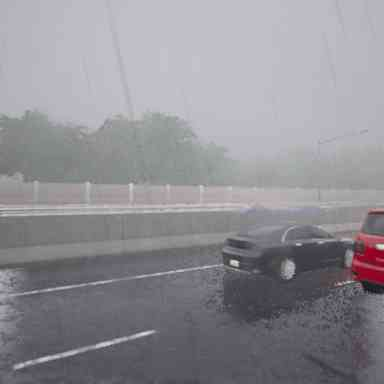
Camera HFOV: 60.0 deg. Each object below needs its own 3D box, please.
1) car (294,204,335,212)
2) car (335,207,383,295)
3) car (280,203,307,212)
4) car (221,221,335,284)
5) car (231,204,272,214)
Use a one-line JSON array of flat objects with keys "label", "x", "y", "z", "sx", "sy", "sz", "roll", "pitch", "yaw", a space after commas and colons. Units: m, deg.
[{"label": "car", "x": 11.406, "y": 1.981, "z": 28.837, "sx": 4.718, "sy": 1.301, "sz": 1.895, "roll": 1, "pitch": -1, "yaw": -35}, {"label": "car", "x": 6.042, "y": 1.354, "z": 7.859, "sx": 5.566, "sy": 2.045, "sz": 2.150, "roll": 1, "pitch": -1, "yaw": -35}, {"label": "car", "x": 10.717, "y": 1.889, "z": 32.618, "sx": 5.008, "sy": 1.535, "sz": 1.882, "roll": 1, "pitch": -1, "yaw": -35}, {"label": "car", "x": 3.101, "y": 1.641, "z": 10.078, "sx": 4.892, "sy": 1.490, "sz": 1.837, "roll": 1, "pitch": -1, "yaw": -35}, {"label": "car", "x": 6.059, "y": 1.925, "z": 33.649, "sx": 4.674, "sy": 1.442, "sz": 1.812, "roll": 1, "pitch": -1, "yaw": -35}]
